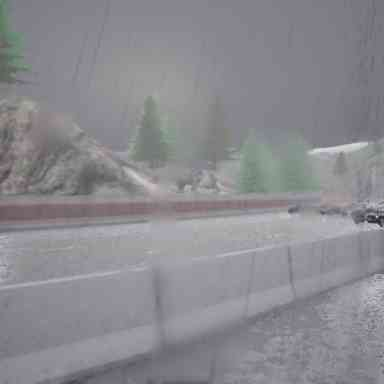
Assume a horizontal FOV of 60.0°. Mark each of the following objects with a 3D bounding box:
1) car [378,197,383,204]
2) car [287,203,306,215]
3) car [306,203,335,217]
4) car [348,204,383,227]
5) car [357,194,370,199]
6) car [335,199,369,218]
[{"bbox_3d":[38.413,1.848,66.568,1.882,1.535,5.008,-1,-1,25],"label":"car"},{"bbox_3d":[13.187,2.022,39.981,1.895,1.301,4.718,-1,-1,41],"label":"car"},{"bbox_3d":[14.943,1.906,36.630,2.033,1.411,5.357,-1,-1,41],"label":"car"},{"bbox_3d":[13.887,1.815,25.194,1.895,1.301,4.718,-1,-1,45],"label":"car"},{"bbox_3d":[36.486,1.456,70.838,2.150,2.045,5.566,-1,-1,23],"label":"car"},{"bbox_3d":[16.342,1.788,32.970,2.128,1.511,4.902,-1,-1,42],"label":"car"}]
